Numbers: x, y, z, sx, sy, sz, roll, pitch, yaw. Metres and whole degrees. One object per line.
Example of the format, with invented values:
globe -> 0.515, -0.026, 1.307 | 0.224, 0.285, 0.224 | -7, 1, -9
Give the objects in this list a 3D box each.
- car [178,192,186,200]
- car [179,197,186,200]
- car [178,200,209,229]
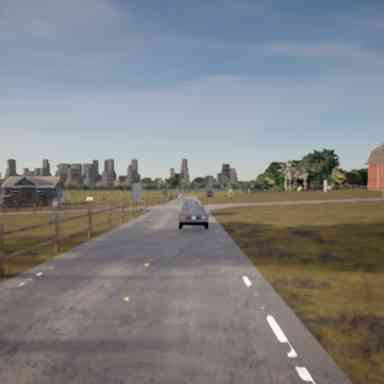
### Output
car -> -2.799, 1.049, 93.165 | 2.150, 2.045, 5.566 | 0, 0, 0
car -> -0.024, 1.469, 32.697 | 1.994, 1.385, 4.181 | 0, 0, 0
car -> 0.087, 1.481, 21.109 | 2.033, 1.411, 5.357 | 0, 0, 0
